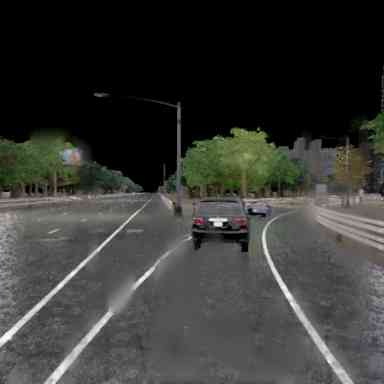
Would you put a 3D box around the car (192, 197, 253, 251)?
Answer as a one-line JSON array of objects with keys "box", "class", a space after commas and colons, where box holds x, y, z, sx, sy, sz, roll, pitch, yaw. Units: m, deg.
[{"box": [1.430, 1.236, 14.462, 2.150, 2.045, 5.566, 0, 0, 11], "class": "car"}]

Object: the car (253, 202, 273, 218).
[{"box": [6.308, 1.610, 31.032, 1.994, 1.385, 4.181, 0, 0, 22], "class": "car"}]
